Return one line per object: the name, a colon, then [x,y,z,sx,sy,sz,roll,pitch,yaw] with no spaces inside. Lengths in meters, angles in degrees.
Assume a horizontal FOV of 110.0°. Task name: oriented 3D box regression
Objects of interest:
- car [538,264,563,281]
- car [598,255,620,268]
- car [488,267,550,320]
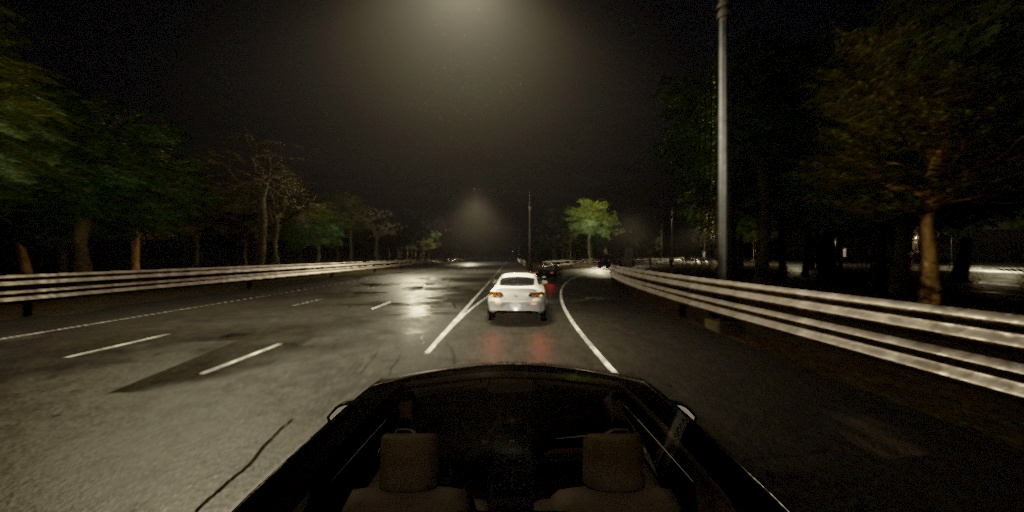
car: [3.061,1.317,29.774,1.895,1.301,4.718,0,0,15]
car: [15.223,0.887,55.819,2.150,2.045,5.566,0,0,35]
car: [0.263,1.271,12.558,1.812,1.442,4.674,0,0,4]
